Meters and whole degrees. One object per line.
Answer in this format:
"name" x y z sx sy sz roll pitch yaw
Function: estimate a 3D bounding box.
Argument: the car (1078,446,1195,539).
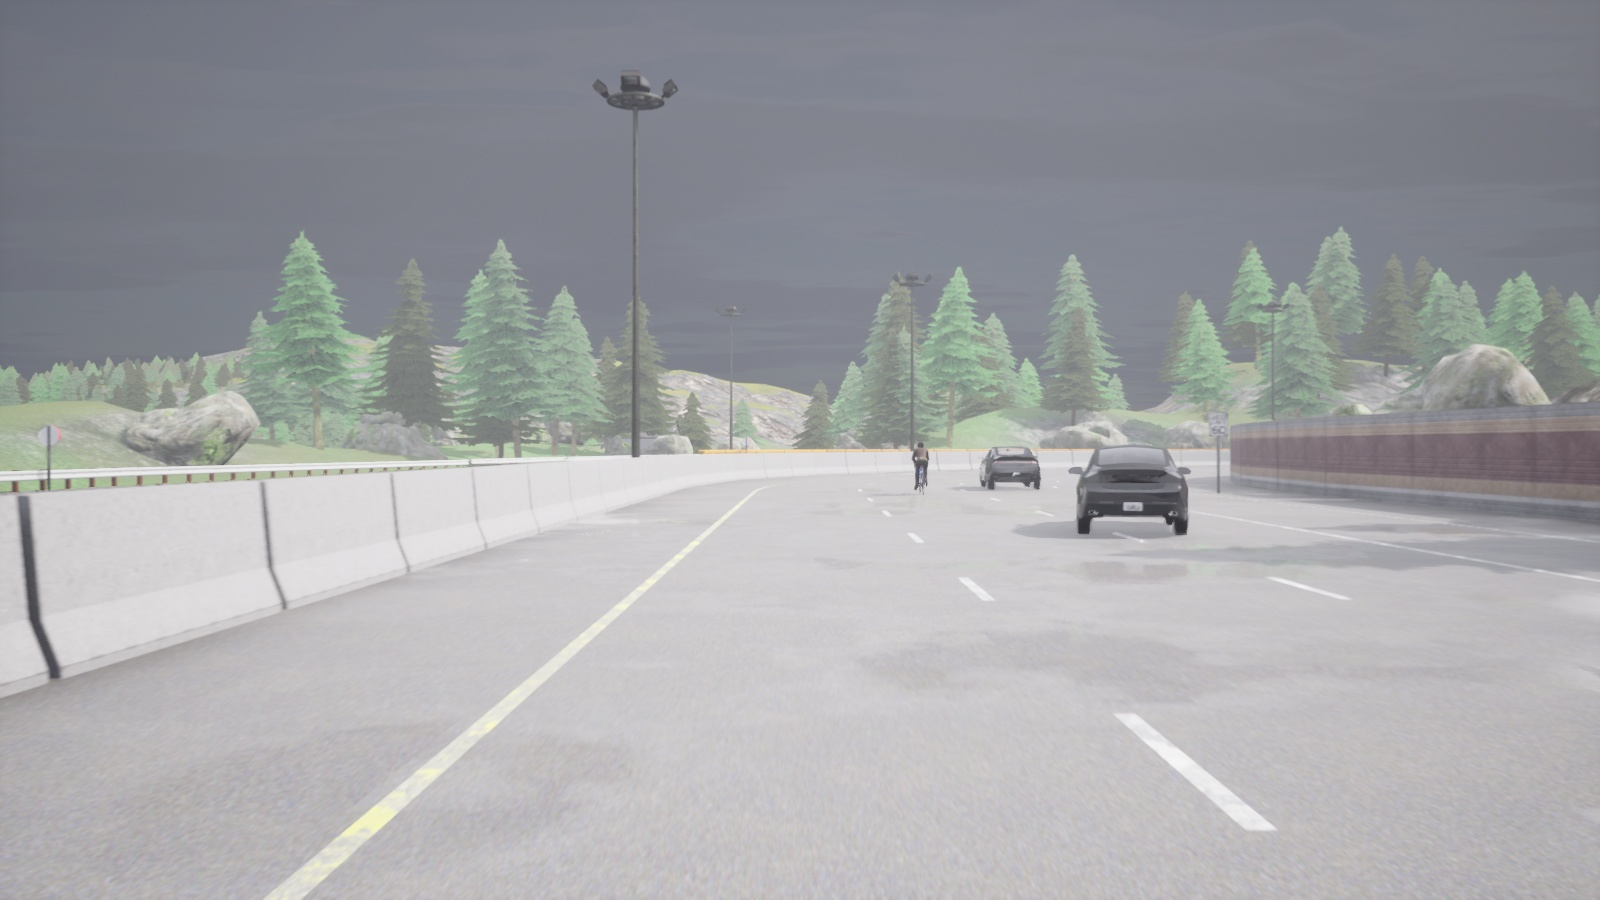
"car" 6.022 0.692 22.787 1.837 1.490 4.892 0 0 13

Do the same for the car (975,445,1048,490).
"car" 7.470 0.585 44.775 2.128 1.511 4.902 0 0 4
